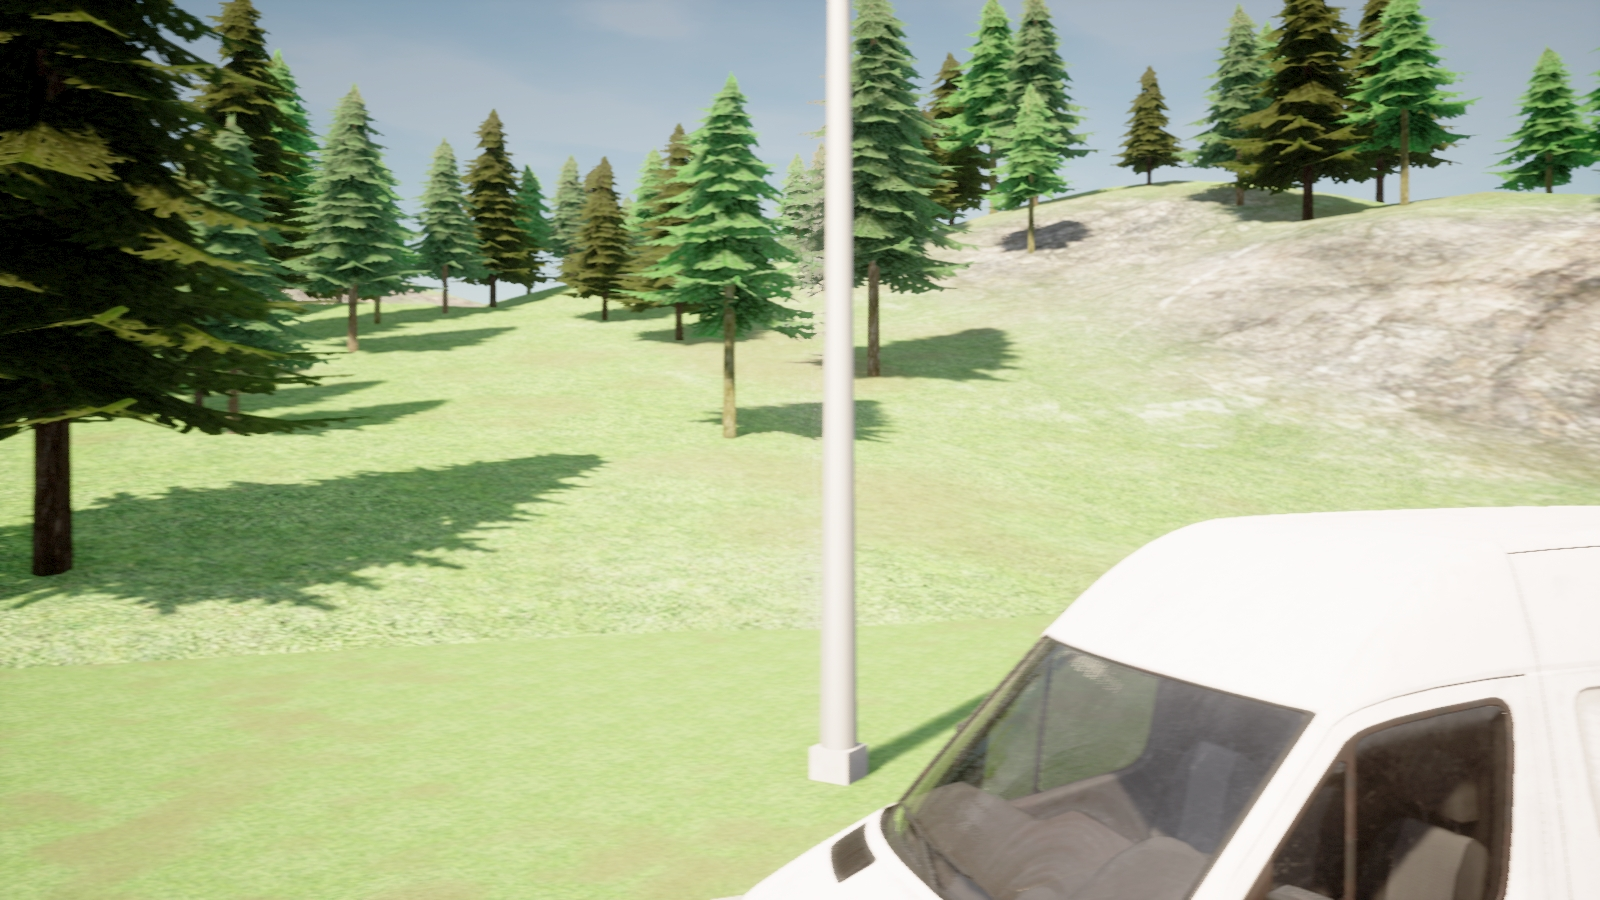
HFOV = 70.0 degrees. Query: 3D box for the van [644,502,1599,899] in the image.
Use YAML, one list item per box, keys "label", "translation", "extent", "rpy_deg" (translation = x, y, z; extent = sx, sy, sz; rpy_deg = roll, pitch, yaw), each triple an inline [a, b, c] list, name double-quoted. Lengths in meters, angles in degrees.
- label: "van"
  translation: [2.505, 1.533, 4.338]
  extent: [5.915, 2.561, 1.988]
  rpy_deg: [0, -1, -16]
